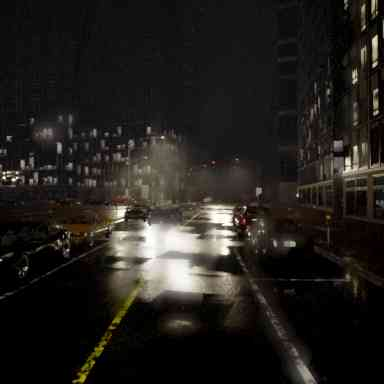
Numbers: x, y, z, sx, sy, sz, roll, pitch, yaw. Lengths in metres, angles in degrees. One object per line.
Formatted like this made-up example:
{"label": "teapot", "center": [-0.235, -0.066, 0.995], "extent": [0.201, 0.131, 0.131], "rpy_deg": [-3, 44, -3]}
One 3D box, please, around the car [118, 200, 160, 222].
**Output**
{"label": "car", "center": [-4.118, 1.576, 26.383], "extent": [2.008, 1.369, 4.403], "rpy_deg": [1, 0, 5]}

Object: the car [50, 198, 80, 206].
{"label": "car", "center": [-20.632, 1.692, 55.322], "extent": [4.403, 1.369, 2.008], "rpy_deg": [0, -1, 15]}

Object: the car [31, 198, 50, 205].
{"label": "car", "center": [-29.508, 1.890, 65.931], "extent": [4.829, 1.417, 1.752], "rpy_deg": [0, -1, 15]}

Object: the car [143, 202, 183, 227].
{"label": "car", "center": [-1.803, 1.619, 23.190], "extent": [1.895, 1.301, 4.718], "rpy_deg": [0, 0, 4]}

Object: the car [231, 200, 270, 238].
{"label": "car", "center": [3.273, 1.448, 17.570], "extent": [1.967, 1.590, 4.097], "rpy_deg": [1, 0, 4]}

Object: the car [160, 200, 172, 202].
{"label": "car", "center": [-2.988, 1.593, 37.140], "extent": [2.008, 1.369, 4.403], "rpy_deg": [1, 0, 7]}

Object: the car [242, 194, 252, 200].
{"label": "car", "center": [12.592, 1.436, 76.034], "extent": [2.192, 1.841, 5.009], "rpy_deg": [1, 0, 15]}

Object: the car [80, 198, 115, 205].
{"label": "car", "center": [-15.240, 1.672, 53.842], "extent": [4.313, 1.339, 1.947], "rpy_deg": [0, -1, 15]}

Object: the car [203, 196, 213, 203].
{"label": "car", "center": [3.591, 1.671, 73.794], "extent": [1.752, 1.417, 4.829], "rpy_deg": [1, 0, 14]}

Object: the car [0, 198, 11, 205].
{"label": "car", "center": [-40.134, 1.985, 68.848], "extent": [4.403, 1.369, 2.008], "rpy_deg": [0, -1, 15]}

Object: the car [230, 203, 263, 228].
{"label": "car", "center": [3.662, 1.555, 23.200], "extent": [1.887, 1.381, 4.507], "rpy_deg": [1, 0, 5]}

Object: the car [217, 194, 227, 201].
{"label": "car", "center": [8.153, 1.525, 89.883], "extent": [2.192, 1.841, 5.009], "rpy_deg": [1, 0, 16]}

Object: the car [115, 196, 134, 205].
{"label": "car", "center": [-13.160, 1.571, 61.446], "extent": [5.009, 1.841, 2.192], "rpy_deg": [0, -1, 15]}

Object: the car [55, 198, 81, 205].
{"label": "car", "center": [-23.950, 1.879, 64.404], "extent": [4.403, 1.369, 2.008], "rpy_deg": [0, -1, 15]}

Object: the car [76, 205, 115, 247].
{"label": "car", "center": [-4.886, 1.539, 15.284], "extent": [1.752, 1.417, 4.829], "rpy_deg": [1, 0, 3]}

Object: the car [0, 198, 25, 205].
{"label": "car", "center": [-31.417, 1.764, 58.284], "extent": [4.403, 1.369, 2.008], "rpy_deg": [0, -1, 15]}

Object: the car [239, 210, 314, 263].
{"label": "car", "center": [2.980, 1.570, 11.890], "extent": [1.947, 1.339, 4.313], "rpy_deg": [1, 0, 2]}

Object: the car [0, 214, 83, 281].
{"label": "car", "center": [-5.118, 1.574, 9.960], "extent": [1.947, 1.339, 4.313], "rpy_deg": [1, 0, 2]}
